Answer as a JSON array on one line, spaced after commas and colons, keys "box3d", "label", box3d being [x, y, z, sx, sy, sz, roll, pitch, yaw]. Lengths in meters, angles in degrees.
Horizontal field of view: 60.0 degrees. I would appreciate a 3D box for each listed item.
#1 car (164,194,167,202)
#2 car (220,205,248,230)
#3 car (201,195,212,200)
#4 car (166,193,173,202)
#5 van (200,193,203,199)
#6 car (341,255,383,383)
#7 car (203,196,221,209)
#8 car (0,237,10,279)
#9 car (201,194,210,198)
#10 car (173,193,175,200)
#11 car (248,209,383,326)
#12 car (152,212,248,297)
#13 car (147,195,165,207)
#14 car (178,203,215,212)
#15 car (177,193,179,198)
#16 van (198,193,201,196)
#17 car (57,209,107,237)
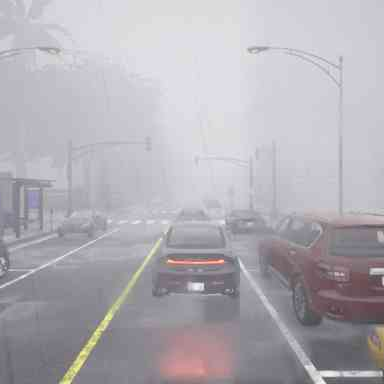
[{"box3d": [-5.681, 1.410, 55.147, 1.967, 1.590, 4.097, 0, 0, 0], "label": "car"}, {"box3d": [2.788, 1.561, 17.837, 1.947, 1.339, 4.313, 0, 0, 0], "label": "car"}, {"box3d": [2.837, 1.541, 49.694, 1.947, 1.339, 4.313, 0, 0, 0], "label": "car"}, {"box3d": [-5.656, 1.392, 71.409, 1.967, 1.590, 4.097, 0, 0, 0], "label": "car"}, {"box3d": [2.853, 1.306, 60.535, 1.690, 1.788, 3.998, 0, 0, 0], "label": "van"}, {"box3d": [2.763, 1.525, 1.732, 1.752, 1.417, 4.829, 0, 0, 0], "label": "car"}, {"box3d": [2.828, 1.545, 44.274, 1.947, 1.339, 4.313, 0, 0, 0], "label": "car"}, {"box3d": [-5.755, 1.439, 7.016, 1.967, 1.590, 4.097, 0, 0, 0], "label": "car"}, {"box3d": [2.845, 1.495, 55.285, 1.752, 1.417, 4.829, 0, 0, 0], "label": "car"}, {"box3d": [-5.648, 1.259, 76.829, 2.192, 1.841, 5.009, 0, 0, 0], "label": "car"}, {"box3d": [2.770, 1.314, 6.987, 2.192, 1.841, 5.009, 0, 0, 0], "label": "car"}, {"box3d": [0.089, 1.503, 8.570, 1.837, 1.490, 4.892, 0, 0, 0], "label": "car"}, {"box3d": [-5.689, 1.525, 49.727, 2.008, 1.369, 4.403, 0, 0, 0], "label": "car"}, {"box3d": [0.031, 1.559, 18.598, 1.994, 1.385, 4.181, 0, 0, 0], "label": "car"}, {"box3d": [-5.622, 1.233, 93.090, 2.192, 1.841, 5.009, 0, 0, 0], "label": "car"}, {"box3d": [2.886, 1.277, 82.216, 1.690, 1.788, 3.998, 0, 0, 0], "label": "van"}, {"box3d": [-5.738, 1.577, 17.868, 1.802, 1.307, 4.206, 0, 0, 0], "label": "car"}]
